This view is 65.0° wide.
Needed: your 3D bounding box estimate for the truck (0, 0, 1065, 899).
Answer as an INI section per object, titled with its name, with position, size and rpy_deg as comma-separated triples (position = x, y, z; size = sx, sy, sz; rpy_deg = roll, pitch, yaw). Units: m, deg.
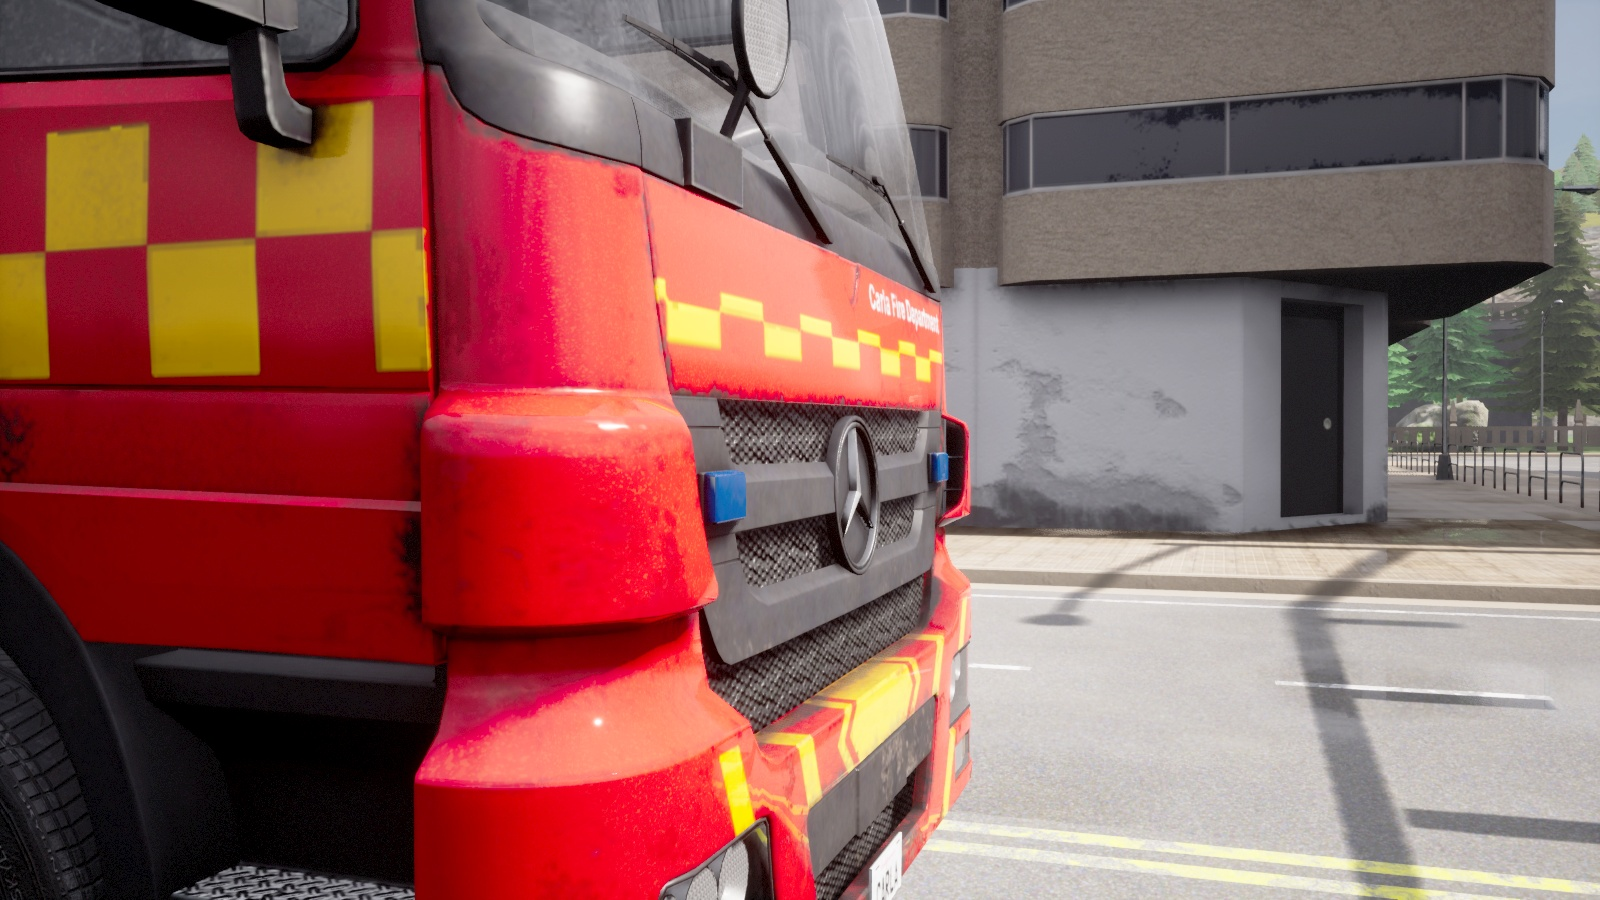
[truck]
position = -3.556, -0.422, 4.371
size = 8.468, 3.827, 2.891
rpy_deg = 1, 1, 19
